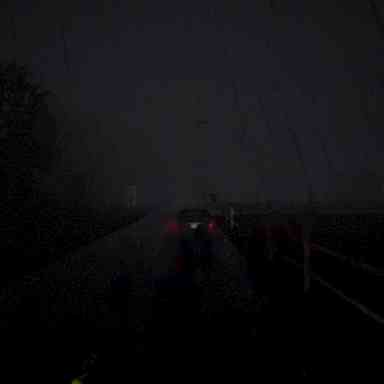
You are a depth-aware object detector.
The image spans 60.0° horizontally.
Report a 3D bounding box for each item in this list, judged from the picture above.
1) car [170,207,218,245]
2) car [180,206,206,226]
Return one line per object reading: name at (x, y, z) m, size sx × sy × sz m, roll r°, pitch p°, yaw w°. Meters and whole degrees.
car at (0.077, 1.497, 16.393) m, size 2.097 × 1.767 × 4.553 m, roll 0°, pitch 0°, yaw 0°
car at (0.067, 1.824, 26.428) m, size 1.895 × 1.301 × 4.718 m, roll 0°, pitch 0°, yaw 0°
